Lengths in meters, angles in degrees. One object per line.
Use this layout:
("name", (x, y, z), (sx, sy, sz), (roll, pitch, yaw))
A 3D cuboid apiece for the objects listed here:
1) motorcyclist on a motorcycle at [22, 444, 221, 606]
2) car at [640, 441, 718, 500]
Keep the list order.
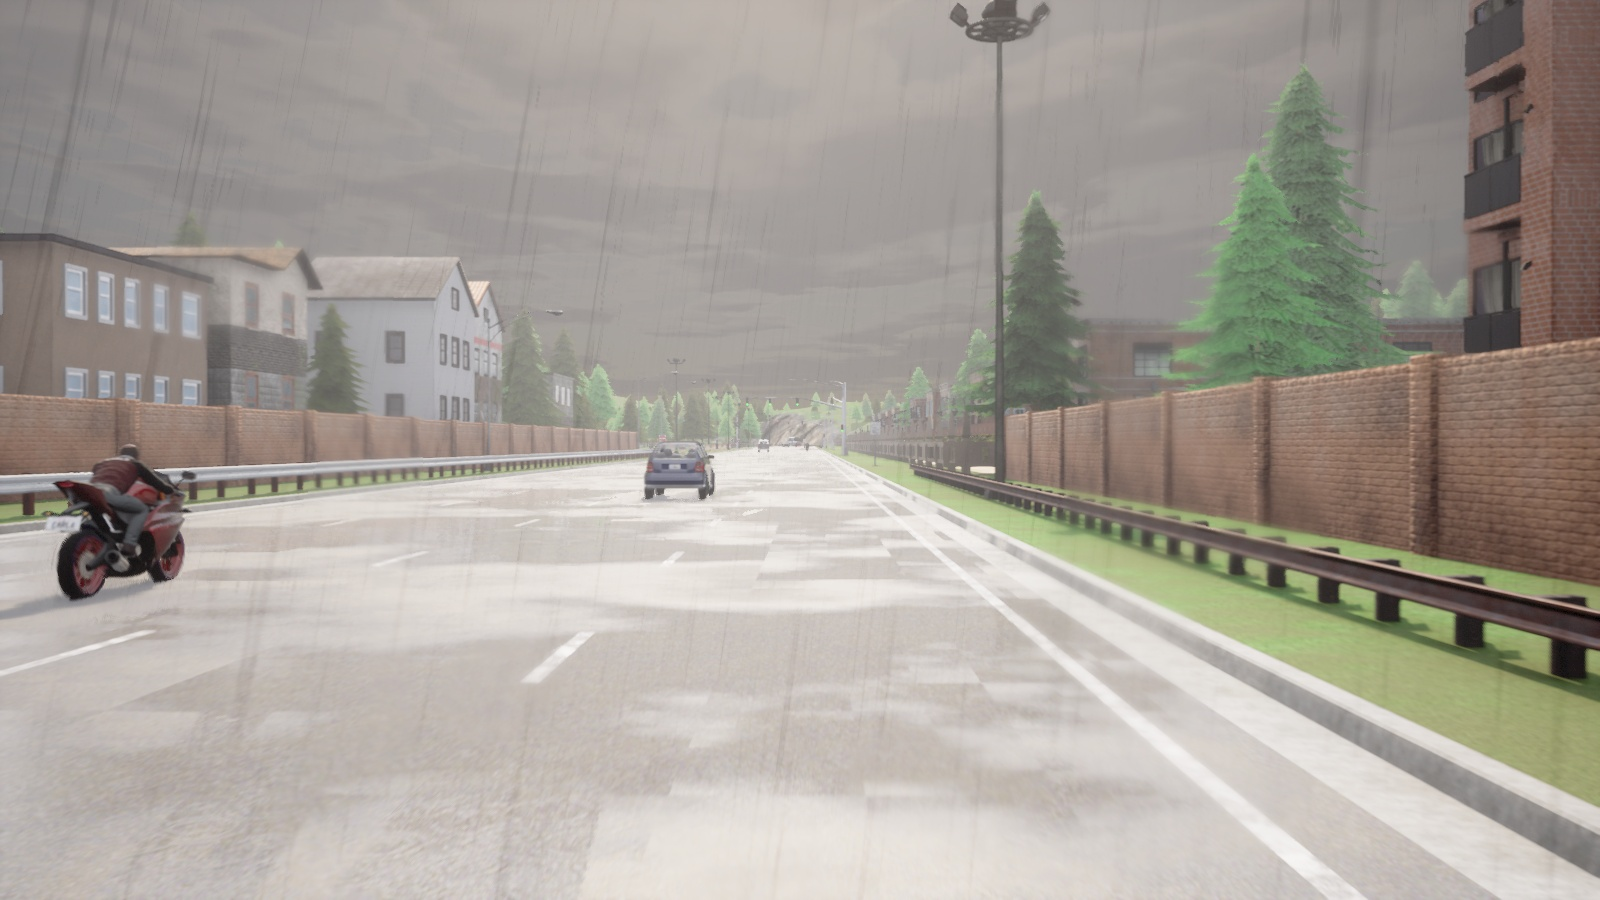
("motorcyclist on a motorcycle", (-6.911, 0.703, 12.953), (0.866, 1.530, 2.191), (0, 0, 0))
("car", (-3.287, 0.526, 34.836), (1.789, 1.549, 3.705), (0, 0, 0))
